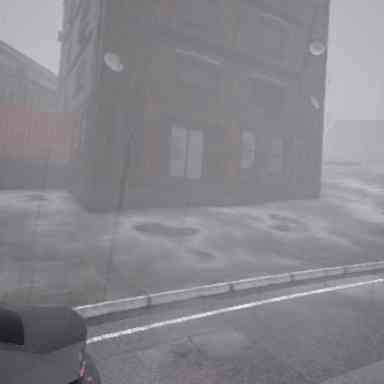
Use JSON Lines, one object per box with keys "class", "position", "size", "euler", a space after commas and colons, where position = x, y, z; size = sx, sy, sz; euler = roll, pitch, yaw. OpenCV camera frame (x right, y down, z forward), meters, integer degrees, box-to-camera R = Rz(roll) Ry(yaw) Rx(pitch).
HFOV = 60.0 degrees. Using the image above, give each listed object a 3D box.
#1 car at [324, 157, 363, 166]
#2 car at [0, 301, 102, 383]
{"class": "car", "position": [18.913, -3.543, 41.692], "size": [4.553, 1.767, 2.185], "euler": [3, -2, 13]}
{"class": "car", "position": [-2.952, 1.468, 1.639], "size": [4.892, 1.490, 1.837], "euler": [0, 0, -35]}
